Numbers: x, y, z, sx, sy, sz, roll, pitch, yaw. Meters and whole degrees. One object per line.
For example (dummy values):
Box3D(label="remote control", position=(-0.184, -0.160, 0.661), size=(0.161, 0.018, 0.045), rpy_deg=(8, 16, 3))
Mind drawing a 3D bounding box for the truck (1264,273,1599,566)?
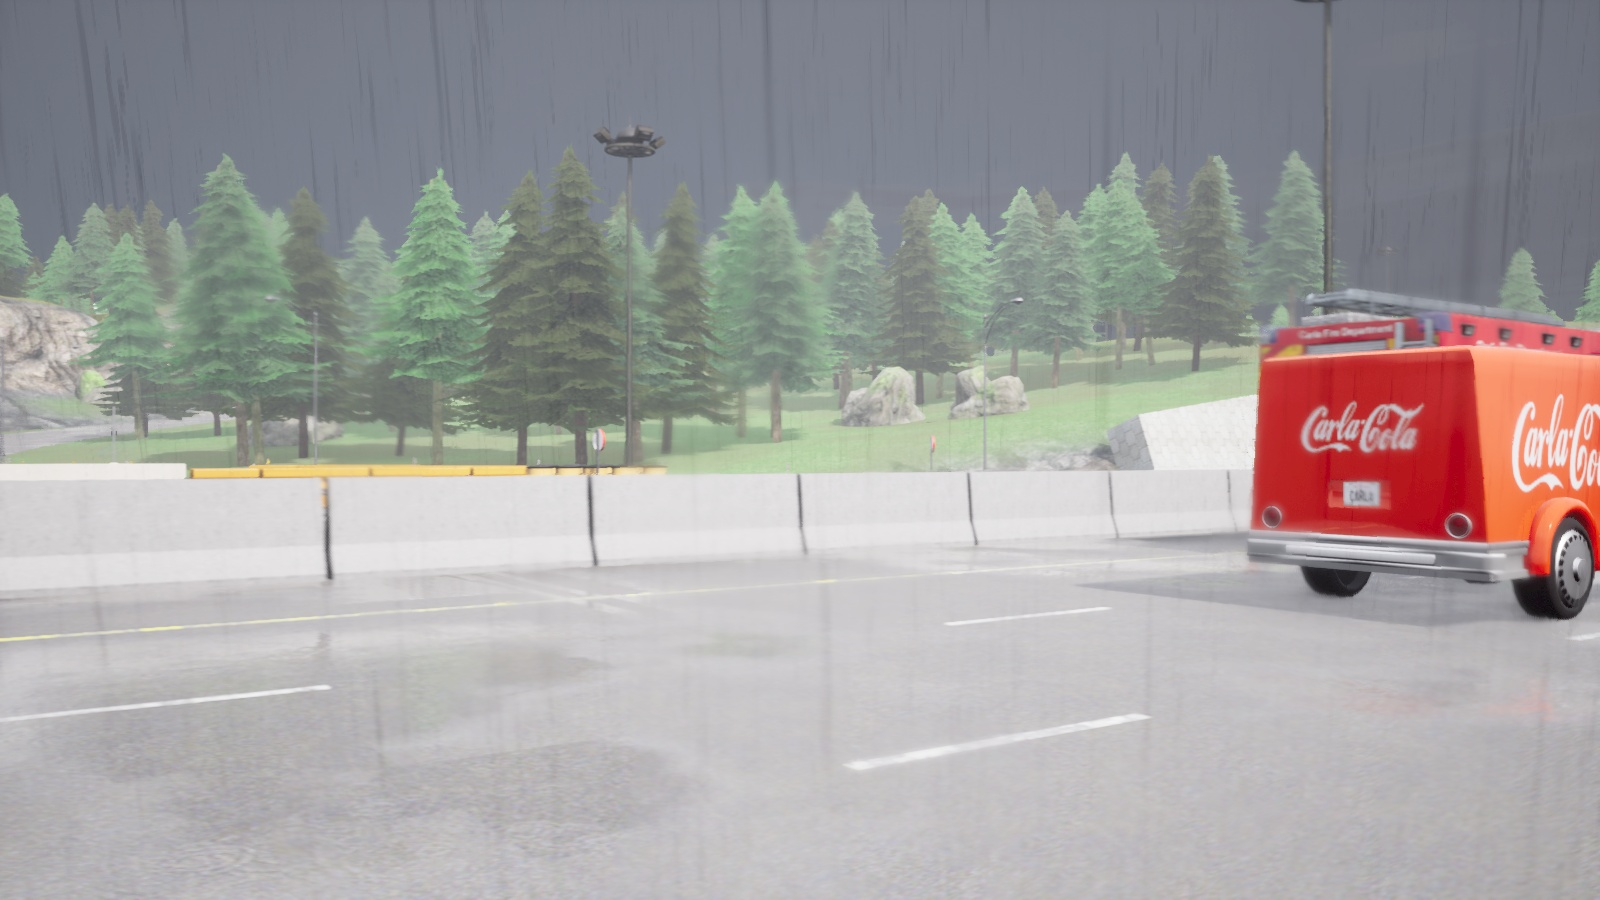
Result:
Box3D(label="truck", position=(11.242, -0.395, 20.016), size=(8.468, 3.827, 2.891), rpy_deg=(0, 0, -35))

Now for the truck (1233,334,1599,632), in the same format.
Box3D(label="truck", position=(7.217, 0.275, 12.948), size=(5.204, 2.467, 2.627), rpy_deg=(0, 0, -35))
